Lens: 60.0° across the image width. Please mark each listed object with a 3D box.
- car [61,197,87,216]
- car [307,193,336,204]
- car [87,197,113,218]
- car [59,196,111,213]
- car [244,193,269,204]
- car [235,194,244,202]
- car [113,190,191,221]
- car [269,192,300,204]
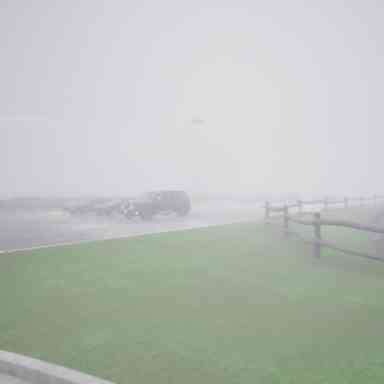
[{"bbox_3d":[-8.073,1.167,28.113,2.033,1.411,5.357,1,1,44],"label":"car"},{"bbox_3d":[17.409,0.864,44.428,2.033,1.411,5.357,1,1,45],"label":"car"},{"bbox_3d":[-5.240,1.119,26.007,1.882,1.535,5.008,1,1,44],"label":"car"},{"bbox_3d":[-10.002,1.145,31.154,1.994,1.385,4.181,1,1,44],"label":"car"},{"bbox_3d":[9.670,0.834,46.532,1.812,1.442,4.674,1,1,44],"label":"car"},{"bbox_3d":[8.513,0.858,50.352,1.895,1.301,4.718,1,1,44],"label":"car"},{"bbox_3d":[-2.462,0.885,23.846,2.150,2.045,5.566,1,1,44],"label":"car"},{"bbox_3d":[12.842,0.831,44.770,1.837,1.490,4.892,1,1,44],"label":"car"}]
